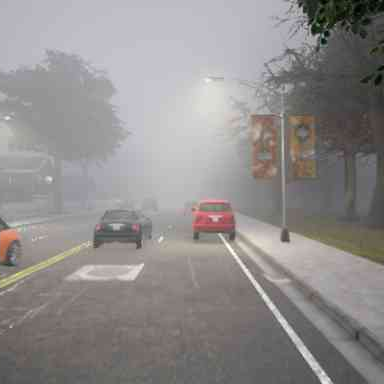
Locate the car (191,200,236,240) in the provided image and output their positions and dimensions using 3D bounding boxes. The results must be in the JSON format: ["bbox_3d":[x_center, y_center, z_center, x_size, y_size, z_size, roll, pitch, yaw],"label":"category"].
[{"bbox_3d":[1.140,1.456,18.703,2.150,2.045,5.566,0,-1,0],"label":"car"}]

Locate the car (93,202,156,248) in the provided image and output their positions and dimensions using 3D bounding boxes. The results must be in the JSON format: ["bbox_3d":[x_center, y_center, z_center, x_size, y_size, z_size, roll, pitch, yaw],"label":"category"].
[{"bbox_3d":[-3.146,1.548,15.993,2.097,1.767,4.553,0,-1,0],"label":"car"}]

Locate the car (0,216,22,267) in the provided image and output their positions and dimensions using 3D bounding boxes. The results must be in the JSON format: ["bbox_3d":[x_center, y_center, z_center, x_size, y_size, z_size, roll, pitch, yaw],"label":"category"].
[{"bbox_3d":[-6.596,1.459,8.911,2.097,1.767,4.553,0,-1,0],"label":"car"}]

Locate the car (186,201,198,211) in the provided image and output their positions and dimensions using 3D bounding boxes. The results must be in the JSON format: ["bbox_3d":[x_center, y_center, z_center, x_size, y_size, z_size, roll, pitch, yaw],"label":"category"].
[{"bbox_3d":[0.007,2.218,53.331,1.837,1.490,4.892,0,-1,0],"label":"car"}]

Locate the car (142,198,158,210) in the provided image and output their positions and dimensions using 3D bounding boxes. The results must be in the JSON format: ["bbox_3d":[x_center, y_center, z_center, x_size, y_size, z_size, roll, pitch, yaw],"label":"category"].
[{"bbox_3d":[-6.556,1.916,52.118,2.150,2.045,5.566,0,-1,1],"label":"car"}]

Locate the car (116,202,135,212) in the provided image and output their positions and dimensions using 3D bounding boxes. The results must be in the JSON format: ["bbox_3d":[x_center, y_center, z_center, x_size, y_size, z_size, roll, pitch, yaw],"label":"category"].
[{"bbox_3d":[-9.815,2.217,49.205,1.994,1.385,4.181,0,-1,0],"label":"car"}]

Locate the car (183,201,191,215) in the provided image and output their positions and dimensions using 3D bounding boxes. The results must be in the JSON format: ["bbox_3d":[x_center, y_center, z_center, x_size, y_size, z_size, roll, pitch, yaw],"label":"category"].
[{"bbox_3d":[0.035,1.885,40.902,2.097,1.767,4.553,0,-1,0],"label":"car"}]
